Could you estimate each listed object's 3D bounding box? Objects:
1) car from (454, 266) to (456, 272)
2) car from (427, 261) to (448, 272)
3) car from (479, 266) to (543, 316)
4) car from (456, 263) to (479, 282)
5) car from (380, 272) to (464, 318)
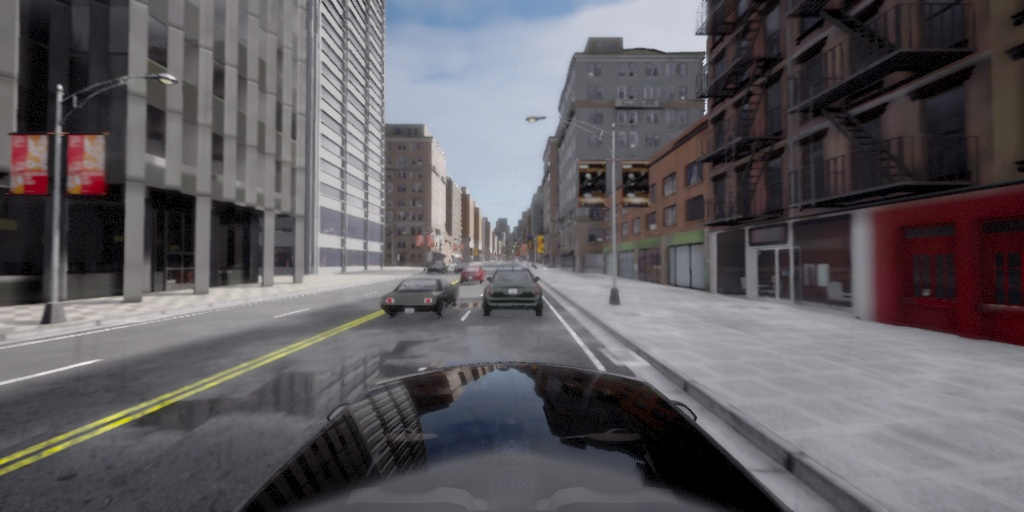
[{"bbox_3d":[-6.579,1.656,47.862,1.837,1.490,4.892,0,-1,0],"label":"car"},{"bbox_3d":[-9.829,1.498,47.532,2.097,1.767,4.553,0,0,0],"label":"car"},{"bbox_3d":[0.048,1.214,14.098,2.097,1.767,4.553,0,-1,0],"label":"car"},{"bbox_3d":[-3.191,1.525,29.895,1.812,1.442,4.674,0,0,0],"label":"car"},{"bbox_3d":[-3.208,1.459,13.541,1.895,1.301,4.718,0,0,0],"label":"car"}]
